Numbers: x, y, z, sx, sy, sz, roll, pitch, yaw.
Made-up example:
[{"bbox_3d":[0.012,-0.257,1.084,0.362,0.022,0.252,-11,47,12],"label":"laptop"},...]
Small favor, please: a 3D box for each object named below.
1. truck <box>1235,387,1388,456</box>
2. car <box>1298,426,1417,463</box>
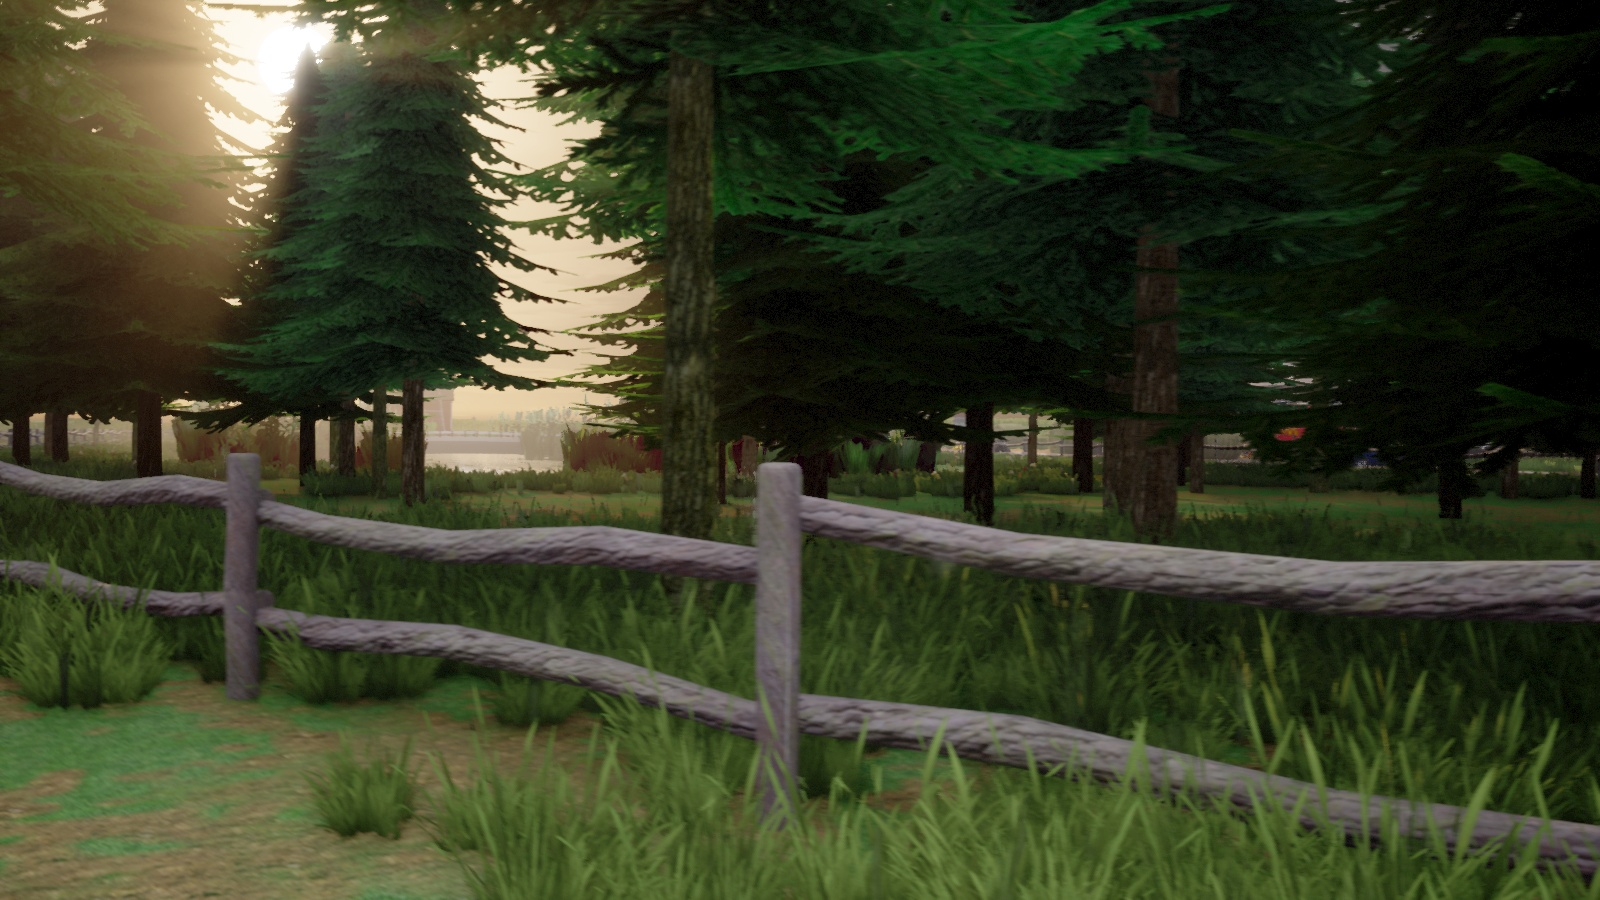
[{"bbox_3d":[29.480,-1.631,72.364,8.468,3.827,2.891,-1,1,-21],"label":"truck"},{"bbox_3d":[24.295,-0.252,54.944,1.882,1.535,5.008,-1,1,-18],"label":"car"}]
